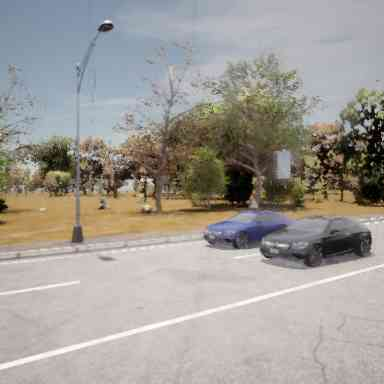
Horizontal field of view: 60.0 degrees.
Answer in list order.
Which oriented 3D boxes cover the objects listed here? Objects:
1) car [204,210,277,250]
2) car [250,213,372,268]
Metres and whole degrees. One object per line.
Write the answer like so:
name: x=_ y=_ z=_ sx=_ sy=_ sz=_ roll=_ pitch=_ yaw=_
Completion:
car: x=2.679 y=1.530 z=14.516 sx=4.674 sy=1.442 sz=1.812 roll=0 pitch=0 yaw=-35
car: x=4.385 y=1.530 z=11.419 sx=4.674 sy=1.442 sz=1.812 roll=0 pitch=0 yaw=-35
